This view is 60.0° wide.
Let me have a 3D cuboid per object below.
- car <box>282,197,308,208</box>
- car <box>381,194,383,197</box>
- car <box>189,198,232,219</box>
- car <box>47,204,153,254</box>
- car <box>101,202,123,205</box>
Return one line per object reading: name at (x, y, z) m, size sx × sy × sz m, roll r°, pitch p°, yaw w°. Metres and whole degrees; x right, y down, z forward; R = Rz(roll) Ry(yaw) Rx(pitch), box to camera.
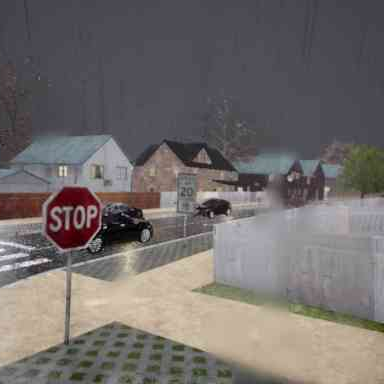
car at (13.821, 1.374, 44.529) m, size 1.895 × 1.301 × 4.718 m, roll 4°, pitch 3°, yaw 38°
car at (41.149, 1.201, 70.223) m, size 4.674 × 1.442 × 1.812 m, roll 0°, pitch 3°, yaw -43°
car at (1.626, 1.294, 27.544) m, size 1.837 × 1.490 × 4.892 m, roll 4°, pitch 3°, yaw 33°
car at (-3.558, 1.496, 13.785) m, size 1.837 × 1.490 × 4.892 m, roll 4°, pitch 2°, yaw 31°
car at (-4.603, 1.313, 17.544) m, size 2.128 × 1.511 × 4.902 m, roll 4°, pitch 2°, yaw 32°
